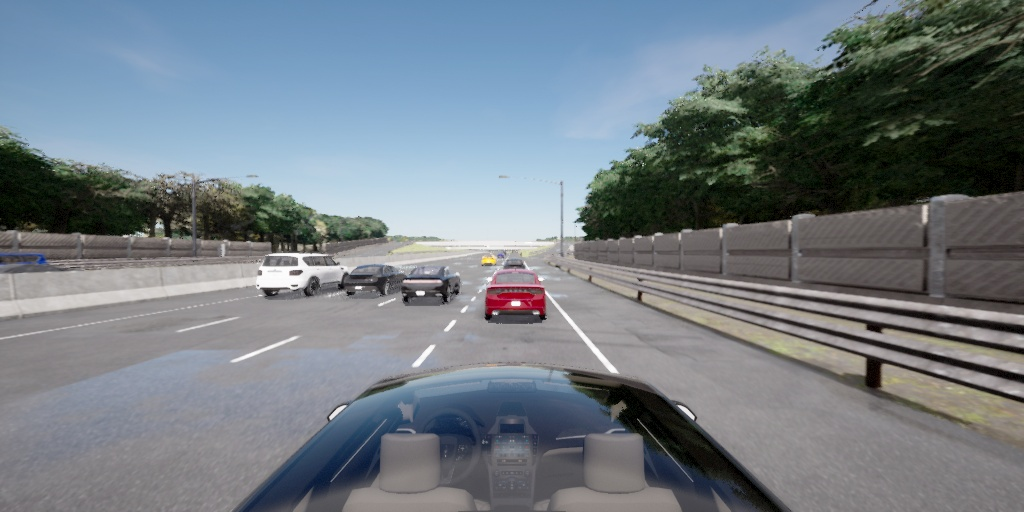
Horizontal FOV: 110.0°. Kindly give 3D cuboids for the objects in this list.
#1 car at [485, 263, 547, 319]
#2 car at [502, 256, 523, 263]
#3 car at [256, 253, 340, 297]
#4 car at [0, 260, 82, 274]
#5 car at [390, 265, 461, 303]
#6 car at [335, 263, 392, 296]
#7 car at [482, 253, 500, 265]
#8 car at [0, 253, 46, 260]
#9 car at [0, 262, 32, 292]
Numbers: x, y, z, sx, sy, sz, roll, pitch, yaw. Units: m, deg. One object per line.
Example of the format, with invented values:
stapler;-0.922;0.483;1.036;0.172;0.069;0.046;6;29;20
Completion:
car;0.115;1.186;12.672;1.882;1.535;5.008;0;0;0
car;0.193;0.963;30.966;1.837;1.490;4.892;0;1;0
car;-10.369;0.876;18.366;2.150;2.045;5.566;0;1;0
car;-24.565;1.139;17.620;1.882;1.535;5.008;0;0;0
car;-3.477;1.172;16.074;2.128;1.511;4.902;0;1;0
car;-6.867;1.158;18.488;1.837;1.490;4.892;0;1;0
car;-3.237;0.534;51.800;1.882;1.535;5.008;0;1;1
car;-31.545;0.841;21.361;2.150;2.045;5.566;0;0;0
car;-28.064;1.138;17.746;1.882;1.535;5.008;0;0;0
